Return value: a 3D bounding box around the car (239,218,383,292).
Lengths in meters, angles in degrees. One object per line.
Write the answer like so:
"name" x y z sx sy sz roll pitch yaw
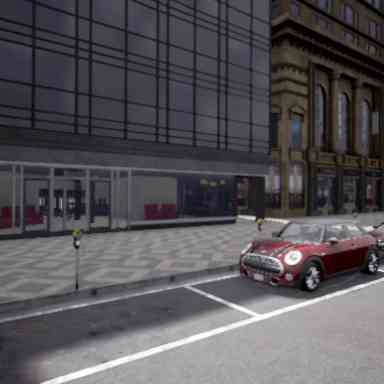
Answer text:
"car" 3.181 1.460 8.913 4.097 1.590 1.967 0 0 -35
